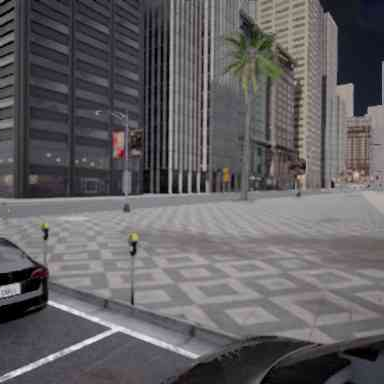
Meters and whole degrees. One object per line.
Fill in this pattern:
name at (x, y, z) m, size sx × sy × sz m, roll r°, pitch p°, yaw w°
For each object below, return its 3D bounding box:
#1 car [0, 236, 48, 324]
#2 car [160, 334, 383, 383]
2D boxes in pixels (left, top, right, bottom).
car at (-4.370, 1.442, 6.083) m, size 4.313 × 1.339 × 1.947 m, roll 1°, pitch 0°, yaw 35°
car at (1.626, 1.572, 1.807) m, size 4.313 × 1.339 × 1.947 m, roll 1°, pitch 0°, yaw 35°
